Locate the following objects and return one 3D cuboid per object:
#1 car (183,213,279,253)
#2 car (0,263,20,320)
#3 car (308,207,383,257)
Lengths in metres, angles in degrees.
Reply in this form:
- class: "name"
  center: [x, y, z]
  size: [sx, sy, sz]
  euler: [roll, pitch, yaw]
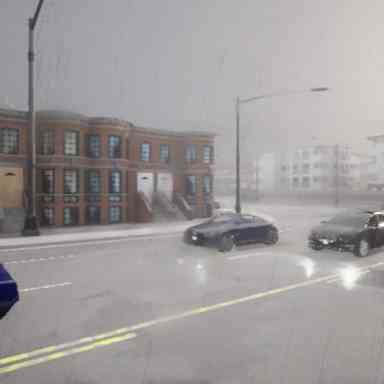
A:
- class: "car"
  center: [1.689, 1.573, 13.853]
  size: [4.181, 1.385, 1.994]
  euler: [0, 0, -37]
- class: "car"
  center: [-5.141, 1.600, 4.607]
  size: [4.718, 1.301, 1.895]
  euler: [0, 0, -36]
- class: "car"
  center: [6.467, 1.517, 13.088]
  size: [4.892, 1.490, 1.837]
  euler: [1, 0, -40]
